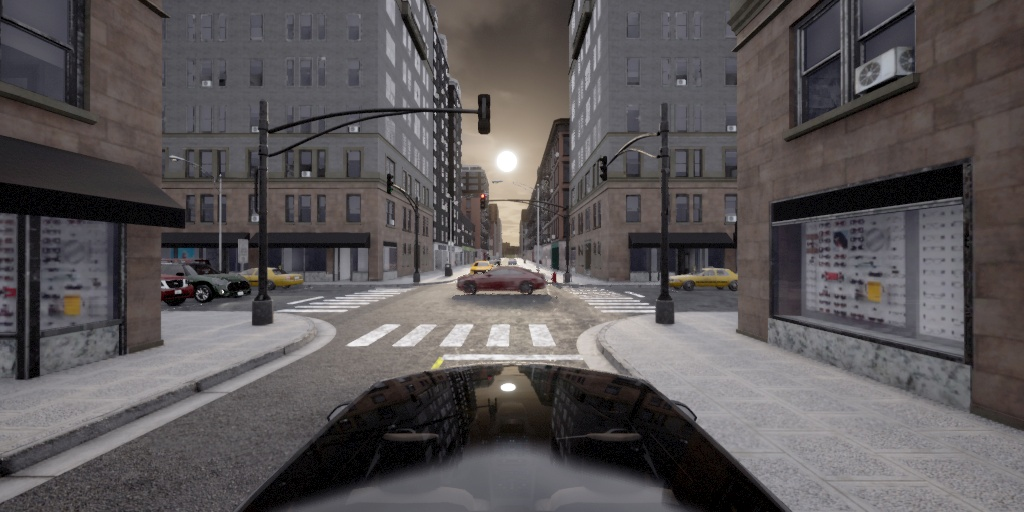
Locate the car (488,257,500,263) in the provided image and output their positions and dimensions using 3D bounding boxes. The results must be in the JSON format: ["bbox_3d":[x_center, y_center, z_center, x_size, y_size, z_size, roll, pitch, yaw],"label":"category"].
[{"bbox_3d":[-2.814,1.246,44.258,1.837,1.490,4.892,0,0,0],"label":"car"}]

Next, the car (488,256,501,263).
[{"bbox_3d":[-2.799,0.955,54.851,2.150,2.045,5.566,0,0,0],"label":"car"}]

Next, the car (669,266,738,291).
[{"bbox_3d":[11.650,1.305,21.471,4.829,1.417,1.751,0,0,0],"label":"car"}]

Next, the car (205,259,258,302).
[{"bbox_3d":[-14.378,1.084,16.045,4.553,1.767,2.097,0,0,0],"label":"car"}]

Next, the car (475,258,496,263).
[{"bbox_3d":[-2.820,1.223,33.855,1.882,1.535,5.008,0,0,0],"label":"car"}]

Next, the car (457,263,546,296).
[{"bbox_3d":[-0.564,1.277,18.962,4.674,1.442,1.812,0,0,0],"label":"car"}]

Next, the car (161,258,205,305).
[{"bbox_3d":[-15.090,1.035,13.505,5.009,1.841,2.192,0,0,0],"label":"car"}]

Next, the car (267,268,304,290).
[{"bbox_3d":[-15.234,1.280,21.531,4.829,1.417,1.751,0,0,0],"label":"car"}]
